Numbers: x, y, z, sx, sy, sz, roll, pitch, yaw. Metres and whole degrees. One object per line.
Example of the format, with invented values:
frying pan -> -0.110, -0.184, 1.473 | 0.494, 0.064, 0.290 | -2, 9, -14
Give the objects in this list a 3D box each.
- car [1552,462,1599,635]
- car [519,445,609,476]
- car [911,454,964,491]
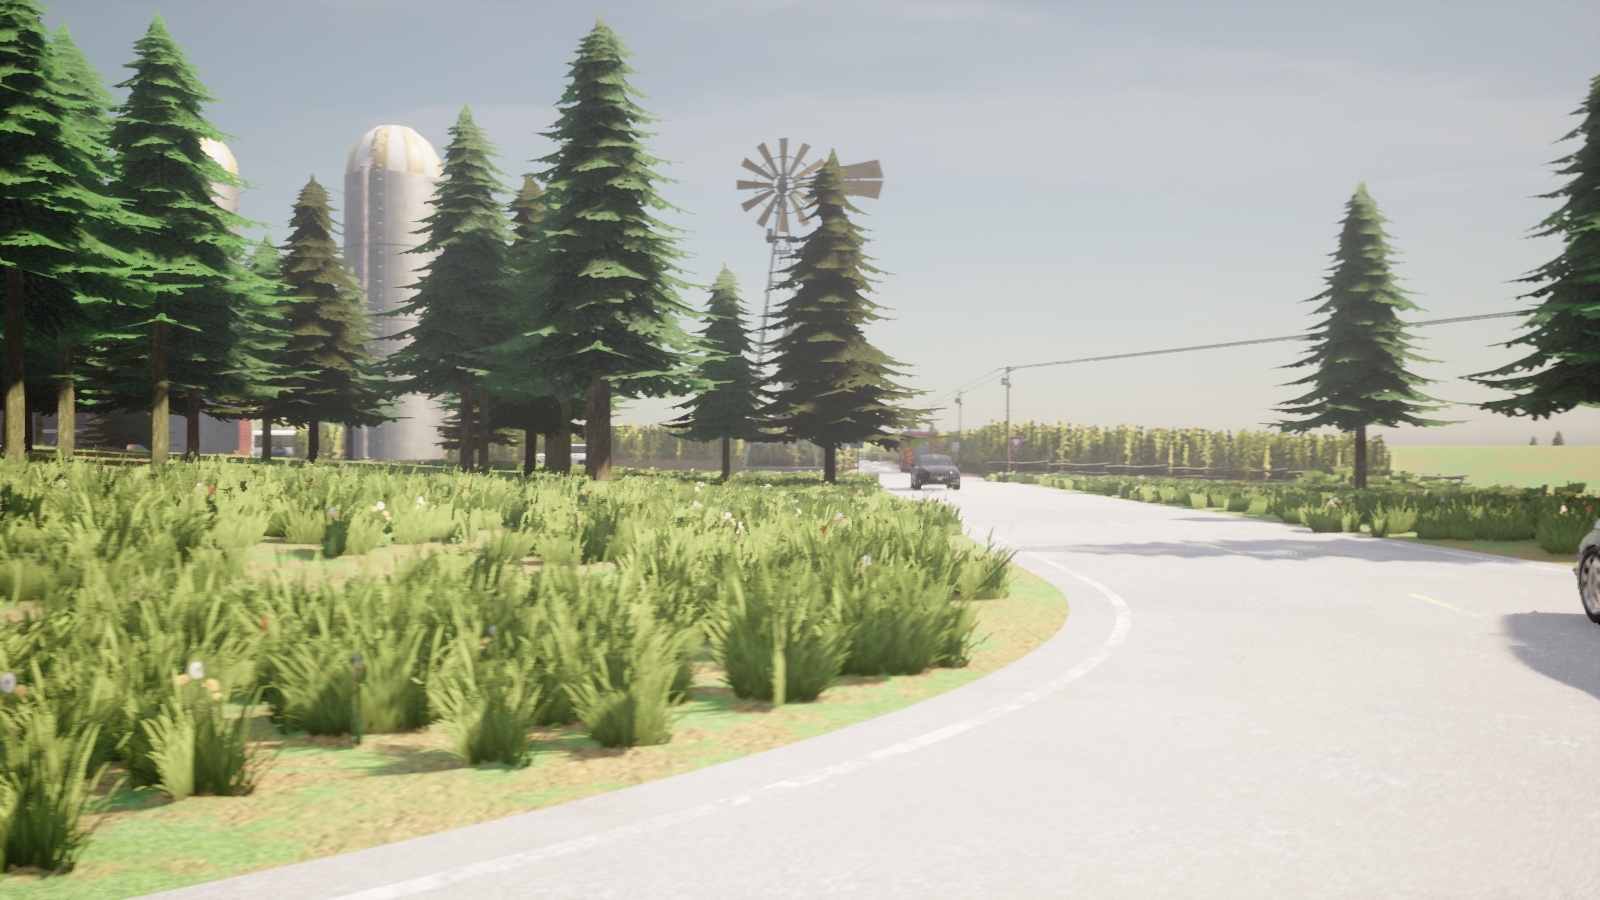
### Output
car -> 7.238, 0.806, 9.223 | 2.033, 1.411, 5.357 | 0, 0, 21
car -> -15.749, 0.693, 84.040 | 5.566, 2.045, 2.150 | 0, 0, 2
car -> 5.822, 0.938, 53.760 | 1.837, 1.490, 4.892 | 0, 0, 1
